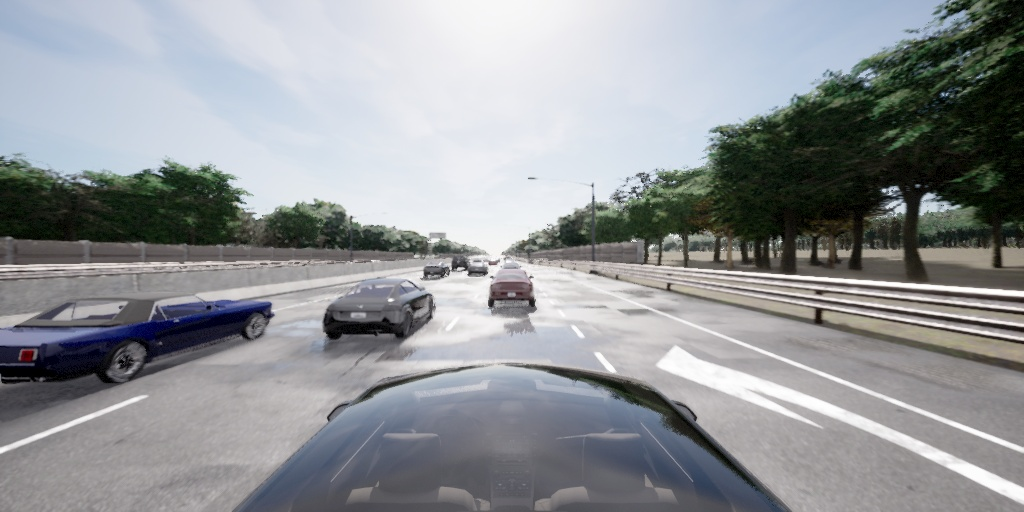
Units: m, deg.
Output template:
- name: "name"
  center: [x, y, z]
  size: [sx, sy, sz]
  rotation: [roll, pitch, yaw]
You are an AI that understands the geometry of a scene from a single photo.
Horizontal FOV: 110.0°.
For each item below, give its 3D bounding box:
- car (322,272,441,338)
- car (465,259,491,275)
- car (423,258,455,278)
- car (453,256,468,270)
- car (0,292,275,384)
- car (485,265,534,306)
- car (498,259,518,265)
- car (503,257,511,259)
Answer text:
- name: "car"
  center: [-3.507, 1.321, 10.189]
  size: [1.994, 1.385, 4.181]
  rotation: [0, 0, 0]
- name: "car"
  center: [-3.641, 1.330, 38.975]
  size: [1.994, 1.385, 4.181]
  rotation: [0, 0, 0]
- name: "car"
  center: [-7.107, 1.259, 34.207]
  size: [2.128, 1.511, 4.902]
  rotation: [0, 0, 0]
- name: "car"
  center: [-7.246, 0.989, 51.053]
  size: [2.150, 2.045, 5.566]
  rotation: [0, 0, -1]
- name: "car"
  center: [-7.001, 1.357, 7.040]
  size: [1.895, 1.301, 4.718]
  rotation: [0, 0, 0]
- name: "car"
  center: [-0.020, 1.286, 15.777]
  size: [1.812, 1.442, 4.674]
  rotation: [0, 0, 0]
- name: "car"
  center: [-0.096, 1.291, 32.569]
  size: [1.812, 1.442, 4.674]
  rotation: [0, 0, 0]
- name: "car"
  center: [-0.294, 1.314, 55.729]
  size: [2.033, 1.411, 5.357]
  rotation: [0, 0, -1]
